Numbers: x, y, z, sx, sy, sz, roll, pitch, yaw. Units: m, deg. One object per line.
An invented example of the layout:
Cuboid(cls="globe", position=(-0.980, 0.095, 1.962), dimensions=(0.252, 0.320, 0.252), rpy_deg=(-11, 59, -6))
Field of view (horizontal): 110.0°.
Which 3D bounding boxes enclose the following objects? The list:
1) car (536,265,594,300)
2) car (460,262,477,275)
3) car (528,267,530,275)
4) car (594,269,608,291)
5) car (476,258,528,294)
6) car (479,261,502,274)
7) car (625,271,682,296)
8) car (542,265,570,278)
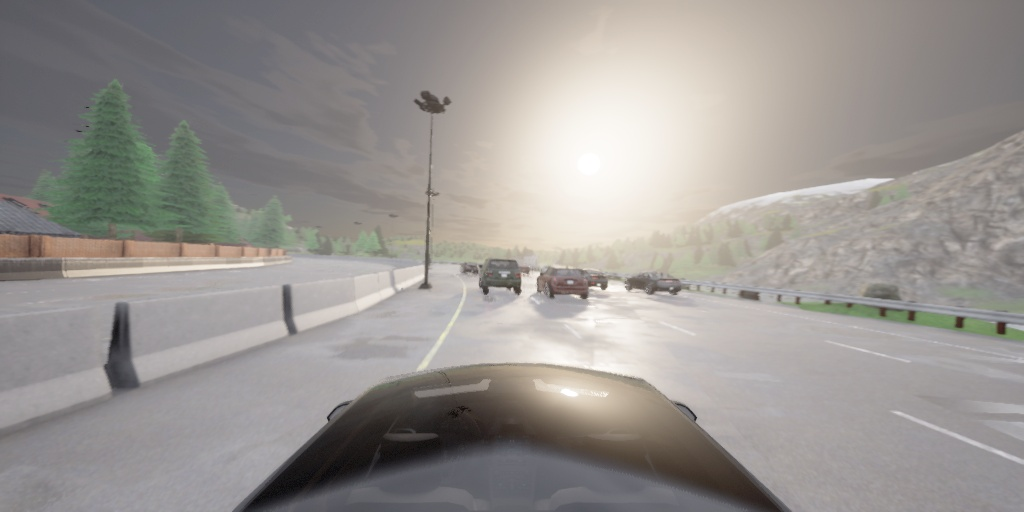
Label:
Cuboid(cls="car", position=(2.705, 1.369, 20.250), dimensions=(2.097, 1.767, 4.553), rpy_deg=(2, -1, -7))
Cuboid(cls="car", position=(-5.181, 1.483, 43.584), dimensions=(1.837, 1.490, 4.892), rpy_deg=(3, -1, -15))
Cuboid(cls="car", position=(0.858, 1.701, 48.131), dimensions=(1.882, 1.535, 5.008), rpy_deg=(3, -1, -17))
Cuboid(cls="car", position=(5.471, 1.676, 26.482), dimensions=(1.837, 1.490, 4.892), rpy_deg=(3, 0, -9))
Cuboid(cls="car", position=(-0.796, 1.138, 21.795), dimensions=(2.150, 2.045, 5.566), rpy_deg=(2, -1, -8))
Cuboid(cls="car", position=(-2.972, 1.579, 48.823), dimensions=(1.882, 1.535, 5.008), rpy_deg=(3, -1, -17))
Cuboid(cls="car", position=(9.310, 1.768, 24.065), dimensions=(2.128, 1.511, 4.902), rpy_deg=(2, -1, -8))
Cuboid(cls="car", position=(5.363, 1.867, 44.594), dimensions=(1.812, 1.442, 4.674), rpy_deg=(2, -1, -15))
